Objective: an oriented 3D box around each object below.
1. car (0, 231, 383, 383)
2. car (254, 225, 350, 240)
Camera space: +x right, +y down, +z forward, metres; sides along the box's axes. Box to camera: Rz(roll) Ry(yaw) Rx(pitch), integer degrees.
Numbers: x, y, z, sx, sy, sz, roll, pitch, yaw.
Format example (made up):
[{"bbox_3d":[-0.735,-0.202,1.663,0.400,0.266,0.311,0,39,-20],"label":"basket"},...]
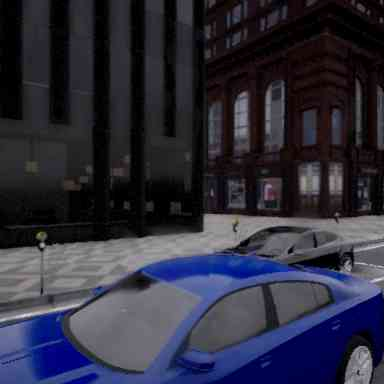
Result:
[{"bbox_3d":[0.040,1.471,3.406,5.008,1.535,1.882,0,0,-36],"label":"car"},{"bbox_3d":[2.346,1.552,8.309,4.313,1.339,1.947,0,0,-35],"label":"car"}]
